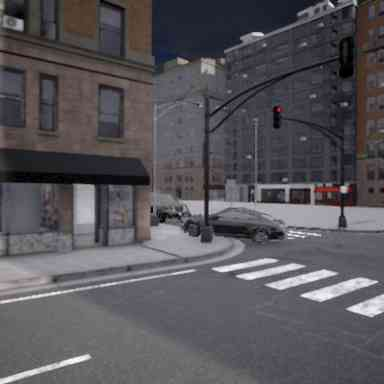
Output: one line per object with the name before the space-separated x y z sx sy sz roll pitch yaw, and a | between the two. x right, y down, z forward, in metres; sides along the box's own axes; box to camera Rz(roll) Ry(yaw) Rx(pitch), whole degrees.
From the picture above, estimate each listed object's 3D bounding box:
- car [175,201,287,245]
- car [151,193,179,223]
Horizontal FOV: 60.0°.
car | 1.860 1.411 14.975 4.674 1.442 1.812 5 2 15
car | -2.379 1.100 24.425 2.150 2.045 5.566 0 0 -35
